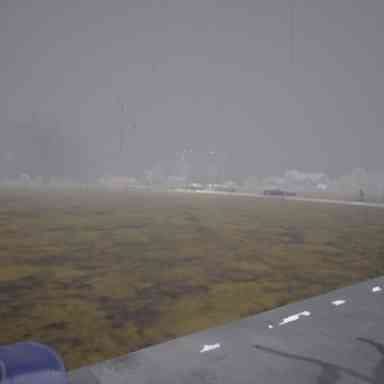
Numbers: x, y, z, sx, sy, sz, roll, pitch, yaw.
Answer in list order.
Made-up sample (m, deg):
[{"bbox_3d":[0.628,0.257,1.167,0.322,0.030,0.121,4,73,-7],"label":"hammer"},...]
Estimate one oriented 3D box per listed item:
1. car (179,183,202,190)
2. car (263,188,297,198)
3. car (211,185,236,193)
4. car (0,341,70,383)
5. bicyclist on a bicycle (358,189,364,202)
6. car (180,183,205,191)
[{"bbox_3d":[-0.319,-1.144,69.241,2.033,1.411,5.357,1,2,-35],"label":"car"},{"bbox_3d":[12.222,0.118,46.323,1.895,1.301,4.718,1,2,-35],"label":"car"},{"bbox_3d":[5.729,-0.633,60.659,2.033,1.411,5.357,1,2,-35],"label":"car"},{"bbox_3d":[-2.739,1.526,1.100,4.674,1.442,1.812,0,0,-36],"label":"car"},{"bbox_3d":[21.860,0.449,42.975,1.656,1.620,0.582,0,2,-35],"label":"bicyclist on a bicycle"},{"bbox_3d":[0.310,-0.918,63.539,2.033,1.411,5.357,1,2,-35],"label":"car"}]
